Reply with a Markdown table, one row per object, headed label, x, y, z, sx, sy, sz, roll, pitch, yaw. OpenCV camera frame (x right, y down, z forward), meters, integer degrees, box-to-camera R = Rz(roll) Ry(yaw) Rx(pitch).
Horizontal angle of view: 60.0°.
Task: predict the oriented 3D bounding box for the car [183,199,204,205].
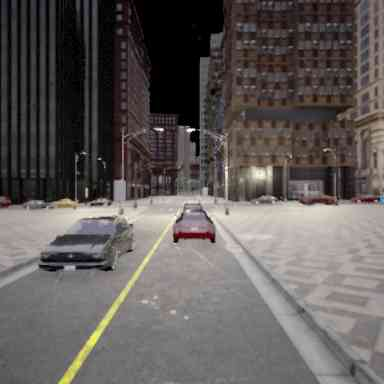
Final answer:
| label | x | y | z | sx | sy | sz | roll | pitch | yaw |
| --- | --- | --- | --- | --- | --- | --- | --- | --- | --- |
| car | 0.110 | 1.469 | 32.620 | 2.128 | 1.511 | 4.902 | 0 | 0 | 0 |

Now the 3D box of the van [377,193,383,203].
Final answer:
| label | x | y | z | sx | sy | sz | roll | pitch | yaw |
| --- | --- | --- | --- | --- | --- | --- | --- | --- | --- |
| van | 28.148 | 0.899 | 45.607 | 3.998 | 1.788 | 1.690 | -1 | 1 | 0 |

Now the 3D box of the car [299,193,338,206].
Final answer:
| label | x | y | z | sx | sy | sz | roll | pitch | yaw |
| --- | --- | --- | --- | --- | --- | --- | --- | --- | --- |
| car | 17.228 | 1.019 | 45.612 | 5.009 | 1.841 | 2.192 | -1 | 1 | 0 |

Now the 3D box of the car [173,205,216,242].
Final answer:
| label | x | y | z | sx | sy | sz | roll | pitch | yaw |
| --- | --- | --- | --- | --- | --- | --- | --- | --- | --- |
| car | 0.105 | 1.551 | 16.212 | 1.994 | 1.385 | 4.181 | 0 | 0 | 0 |

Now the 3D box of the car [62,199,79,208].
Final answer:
| label | x | y | z | sx | sy | sz | roll | pitch | yaw |
| --- | --- | --- | --- | --- | --- | --- | --- | --- | --- |
| car | -20.934 | 1.791 | 54.061 | 4.829 | 1.417 | 1.752 | -1 | 1 | 0 |

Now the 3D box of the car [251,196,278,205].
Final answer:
| label | x | y | z | sx | sy | sz | roll | pitch | yaw |
| --- | --- | --- | --- | --- | --- | --- | --- | --- | --- |
| car | 11.787 | 1.331 | 54.142 | 4.403 | 1.369 | 2.008 | -1 | 1 | 0 |

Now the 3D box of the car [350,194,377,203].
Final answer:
| label | x | y | z | sx | sy | sz | roll | pitch | yaw |
| --- | --- | --- | --- | --- | --- | --- | --- | --- | --- |
| car | 28.164 | 1.102 | 54.134 | 4.507 | 1.381 | 1.887 | -1 | 1 | 0 |

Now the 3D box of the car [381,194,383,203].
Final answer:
| label | x | y | z | sx | sy | sz | roll | pitch | yaw |
| --- | --- | --- | --- | --- | --- | --- | --- | --- | --- |
| car | 33.623 | 1.037 | 54.132 | 4.403 | 1.369 | 2.008 | -1 | 1 | 0 |

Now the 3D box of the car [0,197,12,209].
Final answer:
| label | x | y | z | sx | sy | sz | roll | pitch | yaw |
| --- | --- | --- | --- | --- | --- | --- | --- | --- | --- |
| car | -32.056 | 1.759 | 54.063 | 5.009 | 1.841 | 2.192 | -1 | 1 | 0 |

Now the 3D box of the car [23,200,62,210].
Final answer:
| label | x | y | z | sx | sy | sz | roll | pitch | yaw |
| --- | --- | --- | --- | --- | --- | --- | --- | --- | --- |
| car | -20.776 | 1.813 | 45.537 | 4.403 | 1.369 | 2.008 | -1 | 1 | 0 |

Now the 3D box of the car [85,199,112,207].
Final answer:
| label | x | y | z | sx | sy | sz | roll | pitch | yaw |
| --- | --- | --- | --- | --- | --- | --- | --- | --- | --- |
| car | -15.121 | 1.741 | 54.059 | 4.313 | 1.339 | 1.947 | -1 | 1 | 0 |

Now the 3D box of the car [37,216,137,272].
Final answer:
| label | x | y | z | sx | sy | sz | roll | pitch | yaw |
| --- | --- | --- | --- | --- | --- | --- | --- | --- | --- |
| car | -3.077 | 1.538 | 11.045 | 2.033 | 1.411 | 5.357 | 0 | 0 | 0 |
